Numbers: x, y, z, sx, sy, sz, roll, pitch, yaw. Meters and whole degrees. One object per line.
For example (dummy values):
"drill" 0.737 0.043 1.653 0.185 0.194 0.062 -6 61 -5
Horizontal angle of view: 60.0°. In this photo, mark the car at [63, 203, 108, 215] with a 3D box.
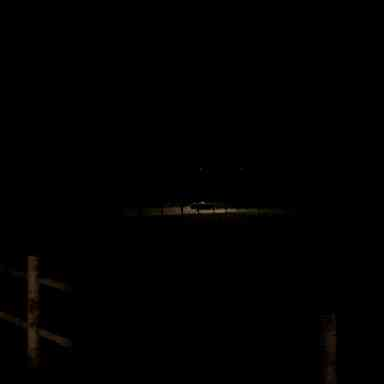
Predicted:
"car" -12.554 2.003 39.729 2.033 1.411 5.357 0 -1 36

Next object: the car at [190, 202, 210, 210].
"car" 1.520 2.494 59.329 1.994 1.385 4.181 0 -1 36
